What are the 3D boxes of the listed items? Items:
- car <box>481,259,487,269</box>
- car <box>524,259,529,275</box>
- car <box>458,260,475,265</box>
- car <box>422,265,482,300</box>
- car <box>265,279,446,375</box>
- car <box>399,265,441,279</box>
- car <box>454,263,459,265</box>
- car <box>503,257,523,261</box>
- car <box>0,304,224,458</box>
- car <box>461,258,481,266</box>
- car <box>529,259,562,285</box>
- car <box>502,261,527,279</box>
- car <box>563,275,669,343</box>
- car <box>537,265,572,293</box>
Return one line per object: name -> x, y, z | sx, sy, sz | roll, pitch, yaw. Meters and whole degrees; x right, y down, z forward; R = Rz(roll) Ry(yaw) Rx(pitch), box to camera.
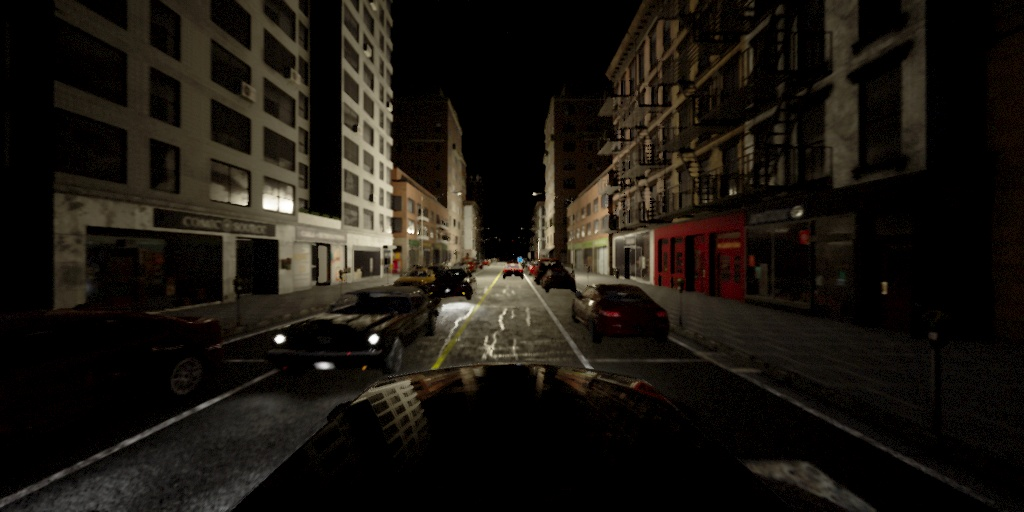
car -> -5.397, 1.258, 54.876 | 1.967, 1.591, 4.097 | 0, 0, 0
car -> 2.631, 1.240, 37.837 | 1.967, 1.591, 4.097 | 0, 0, 0
car -> -5.394, 1.365, 37.830 | 1.948, 1.339, 4.313 | 0, 0, 0
car -> -2.843, 1.340, 17.855 | 1.994, 1.385, 4.181 | 0, 0, 0
car -> -2.846, 1.362, 7.645 | 1.895, 1.301, 4.718 | 0, 0, 0
car -> -5.391, 1.306, 20.615 | 1.751, 1.417, 4.829 | 0, 0, 0
car -> -5.392, 1.352, 26.467 | 1.948, 1.339, 4.313 | 0, 0, 0
car -> 0.088, 1.288, 48.061 | 1.882, 1.535, 5.008 | 0, 0, 0
car -> -5.388, 1.298, 3.739 | 1.888, 1.381, 4.507 | 0, 0, 0
car -> -5.395, 1.120, 43.512 | 2.192, 1.841, 5.009 | 0, 0, 0
car -> 2.633, 1.102, 26.474 | 2.192, 1.841, 5.009 | 0, 0, 0
car -> 0.101, 1.396, 33.288 | 1.895, 1.301, 4.718 | 0, 0, 0
car -> 2.636, 1.346, 9.430 | 1.802, 1.307, 4.207 | 0, 0, 0
car -> 2.634, 1.363, 20.793 | 1.802, 1.307, 4.207 | 0, 0, 0
